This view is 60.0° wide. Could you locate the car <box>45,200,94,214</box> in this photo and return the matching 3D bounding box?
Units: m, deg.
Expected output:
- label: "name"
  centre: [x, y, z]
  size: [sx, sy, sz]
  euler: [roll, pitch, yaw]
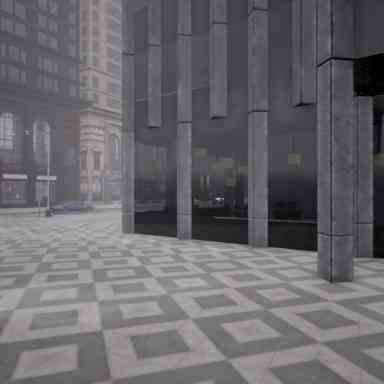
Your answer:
- label: "car"
  centre: [-13.637, 1.620, 37.343]
  size: [2.033, 1.411, 5.357]
  euler: [0, 0, 35]
